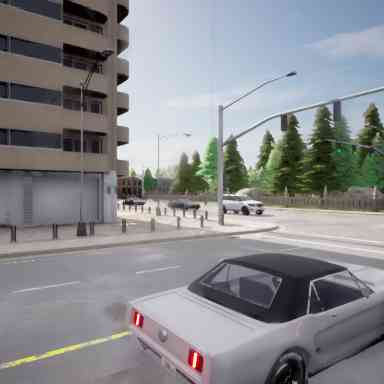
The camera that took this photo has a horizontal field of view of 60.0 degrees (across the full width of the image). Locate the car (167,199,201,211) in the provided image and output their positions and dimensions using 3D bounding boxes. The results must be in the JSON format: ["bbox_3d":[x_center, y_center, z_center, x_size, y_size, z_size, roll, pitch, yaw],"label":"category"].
[{"bbox_3d":[-1.098,1.603,42.721,2.033,1.411,5.357,0,0,-36],"label":"car"}]

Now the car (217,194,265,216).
[{"bbox_3d":[4.967,1.278,34.293,2.150,2.045,5.566,0,0,-36],"label":"car"}]

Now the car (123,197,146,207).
[{"bbox_3d":[-9.475,1.603,54.429,2.033,1.411,5.357,0,0,-35],"label":"car"}]

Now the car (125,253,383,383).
[{"bbox_3d":[1.567,1.601,4.897,4.718,1.301,1.895,0,0,-35],"label":"car"}]
